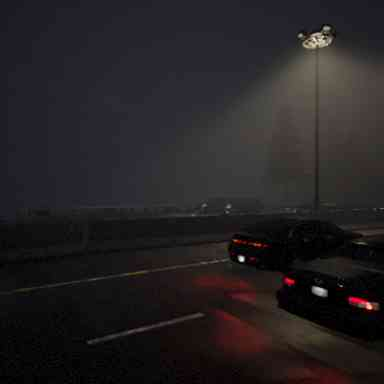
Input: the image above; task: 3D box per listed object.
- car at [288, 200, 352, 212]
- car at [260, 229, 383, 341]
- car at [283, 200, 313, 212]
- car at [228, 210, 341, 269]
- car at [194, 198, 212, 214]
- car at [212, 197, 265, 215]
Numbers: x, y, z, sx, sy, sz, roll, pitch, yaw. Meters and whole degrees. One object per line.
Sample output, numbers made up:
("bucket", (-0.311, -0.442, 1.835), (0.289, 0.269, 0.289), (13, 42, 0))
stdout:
("car", (10.228, 1.563, 26.165), (4.718, 1.301, 1.895), (0, 0, -27))
("car", (4.029, 1.539, 6.321), (5.357, 1.411, 2.033), (0, 0, -32))
("car", (10.533, 1.447, 30.195), (4.902, 1.511, 2.128), (0, 0, -26))
("car", (3.332, 1.490, 9.975), (4.892, 1.490, 1.837), (0, 0, -32))
("car", (2.507, 1.294, 33.922), (4.553, 1.767, 2.097), (0, 0, -28))
("car", (4.559, 1.301, 31.047), (4.553, 1.767, 2.097), (0, 0, -28))
